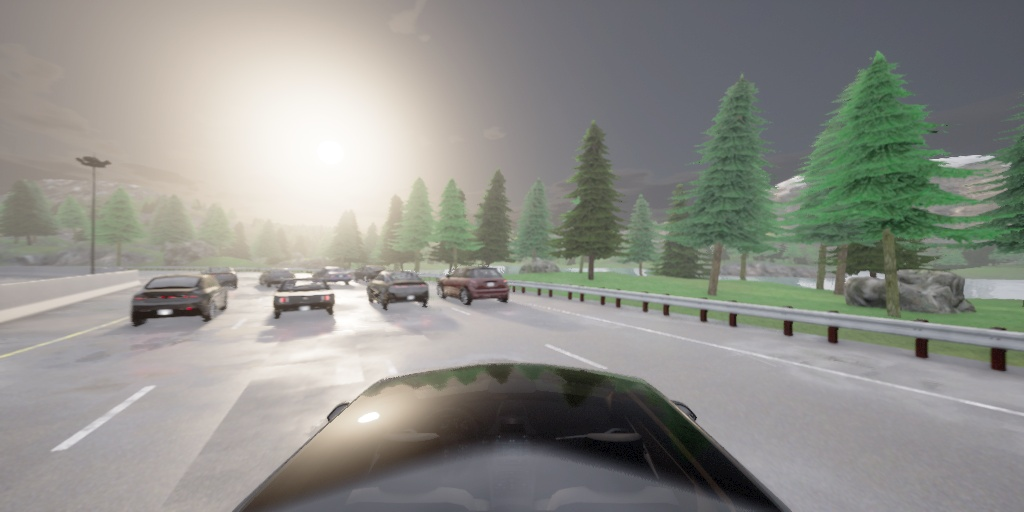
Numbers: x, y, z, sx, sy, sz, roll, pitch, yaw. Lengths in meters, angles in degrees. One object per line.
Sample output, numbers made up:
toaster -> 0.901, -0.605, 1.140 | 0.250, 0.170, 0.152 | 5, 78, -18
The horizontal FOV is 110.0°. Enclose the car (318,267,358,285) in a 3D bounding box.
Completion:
car -> -14.683, 1.605, 29.171 | 2.033, 1.411, 5.357 | 1, -1, -42

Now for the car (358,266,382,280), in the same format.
car -> -12.712, 1.602, 32.169 | 1.837, 1.490, 4.892 | 1, 0, -43

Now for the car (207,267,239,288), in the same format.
car -> -20.688, 1.499, 25.345 | 2.128, 1.511, 4.902 | 1, -1, -43

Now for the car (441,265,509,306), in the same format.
car -> -2.017, 1.284, 17.415 | 2.097, 1.767, 4.553 | 0, -1, -31

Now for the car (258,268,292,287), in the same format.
car -> -18.036, 1.600, 27.619 | 1.994, 1.385, 4.181 | 1, -1, -43

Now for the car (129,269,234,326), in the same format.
car -> -11.245, 1.371, 12.408 | 1.837, 1.490, 4.892 | 1, 0, -31

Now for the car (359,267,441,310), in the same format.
car -> -5.118, 1.403, 15.791 | 2.128, 1.511, 4.902 | 0, -1, -31

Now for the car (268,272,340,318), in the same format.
car -> -8.043, 1.486, 13.884 | 1.895, 1.301, 4.718 | 0, -1, -31
